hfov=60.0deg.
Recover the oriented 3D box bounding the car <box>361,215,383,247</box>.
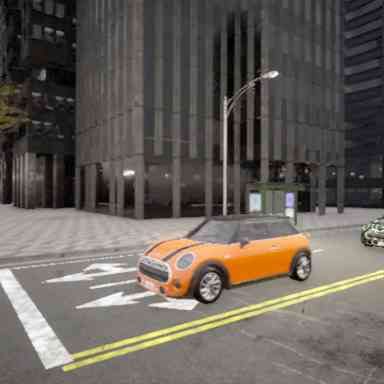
[{"bbox_3d":[9.251,1.449,14.265,4.553,1.767,2.097,0,0,-35],"label":"car"}]

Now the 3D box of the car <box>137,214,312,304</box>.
[{"bbox_3d":[0.936,1.386,8.338,4.553,1.767,2.097,0,0,-35],"label":"car"}]
